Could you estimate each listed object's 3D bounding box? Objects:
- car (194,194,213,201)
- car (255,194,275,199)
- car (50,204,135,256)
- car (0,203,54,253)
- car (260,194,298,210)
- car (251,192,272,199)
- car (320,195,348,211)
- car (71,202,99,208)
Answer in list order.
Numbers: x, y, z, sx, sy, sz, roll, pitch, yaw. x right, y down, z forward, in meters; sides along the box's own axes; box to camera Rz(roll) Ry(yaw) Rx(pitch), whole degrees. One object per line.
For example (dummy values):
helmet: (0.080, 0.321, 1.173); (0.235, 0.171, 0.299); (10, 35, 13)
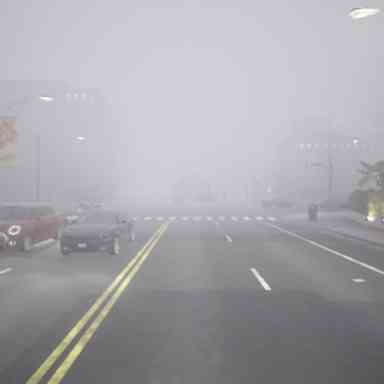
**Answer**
car: (2.656, 1.222, 75.576); (4.193, 1.474, 1.816); (0, 0, 0)
car: (19.553, 1.183, 89.338); (4.786, 1.482, 2.161); (0, 0, 0)
car: (-3.506, 1.447, 13.130); (1.882, 1.535, 5.008); (0, 0, 0)
car: (-7.003, 1.316, 13.526); (2.097, 1.767, 4.553); (0, 0, 0)
car: (10.803, 1.379, 41.071); (5.008, 1.535, 1.882); (1, 0, -25)
car: (19.375, 1.004, 92.832); (5.566, 2.045, 2.435); (0, 0, 0)
car: (17.174, 1.399, 38.105); (4.902, 1.511, 2.128); (0, 0, -6)
car: (-7.002, 1.438, 21.930); (2.128, 1.511, 4.902); (0, 0, 0)
